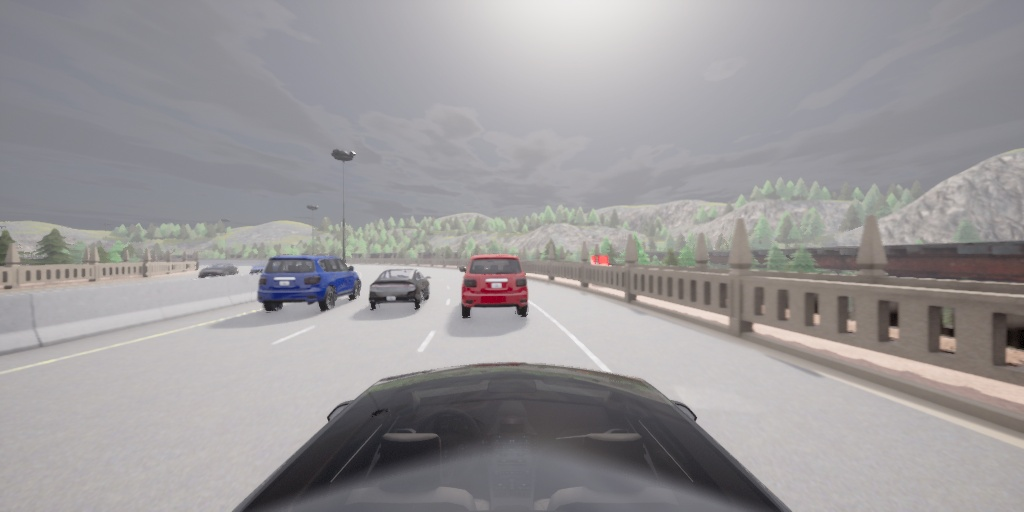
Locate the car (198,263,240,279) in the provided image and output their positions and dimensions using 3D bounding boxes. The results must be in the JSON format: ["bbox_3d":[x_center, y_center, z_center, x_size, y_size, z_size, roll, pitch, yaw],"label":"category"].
[{"bbox_3d":[-27.939,1.410,34.395,2.033,1.411,5.357,0,0,-23],"label":"car"}]

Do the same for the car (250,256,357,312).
[{"bbox_3d":[-7.959,1.003,14.647,2.150,2.045,5.566,0,0,-8],"label":"car"}]

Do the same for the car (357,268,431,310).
[{"bbox_3d":[-4.513,1.260,14.885,2.128,1.511,4.902,0,0,-7],"label":"car"}]

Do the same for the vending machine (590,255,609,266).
[{"bbox_3d":[5.698,0.924,23.315,1.100,2.100,0.880,0,0,-11],"label":"vending machine"}]

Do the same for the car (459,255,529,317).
[{"bbox_3d":[-0.762,0.975,13.373,2.150,2.045,5.566,0,0,-7],"label":"car"}]
